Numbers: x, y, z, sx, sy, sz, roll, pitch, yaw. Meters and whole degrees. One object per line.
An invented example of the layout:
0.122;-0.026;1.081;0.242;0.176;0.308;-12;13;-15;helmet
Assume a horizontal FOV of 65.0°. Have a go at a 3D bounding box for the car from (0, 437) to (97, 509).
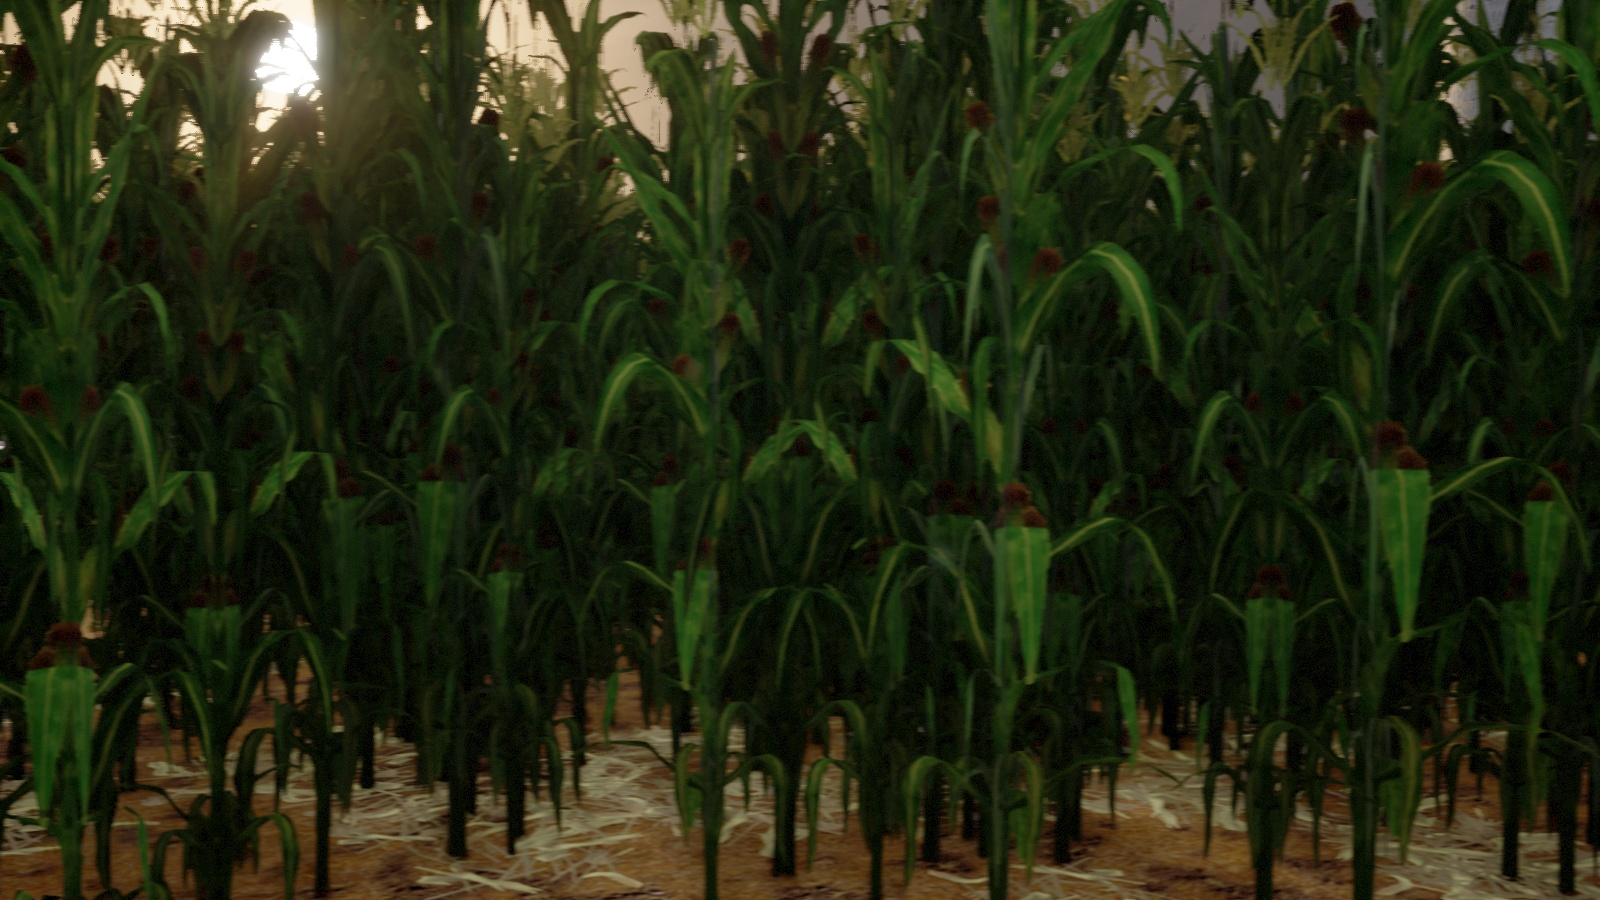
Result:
-17.191;0.470;28.081;1.970;1.475;3.806;-1;1;-21;car
